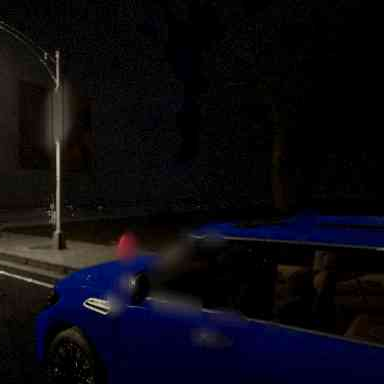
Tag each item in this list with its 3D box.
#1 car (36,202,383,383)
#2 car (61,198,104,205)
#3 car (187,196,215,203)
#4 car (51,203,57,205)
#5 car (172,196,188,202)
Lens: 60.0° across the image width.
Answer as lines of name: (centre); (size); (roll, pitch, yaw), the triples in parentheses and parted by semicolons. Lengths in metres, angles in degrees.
car: (0.880, 1.221, 3.057); (5.566, 2.045, 2.150); (0, 0, 36)
car: (-12.401, 1.511, 38.659); (1.837, 1.490, 4.892); (0, 0, 35)
car: (2.023, 1.487, 59.154); (2.033, 1.411, 5.357); (0, 0, 35)
car: (-14.982, 1.555, 40.634); (1.812, 1.442, 4.674); (0, 0, 35)
car: (-1.646, 1.443, 59.607); (1.882, 1.535, 5.008); (0, 0, 35)
